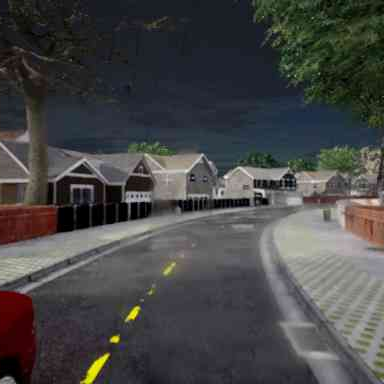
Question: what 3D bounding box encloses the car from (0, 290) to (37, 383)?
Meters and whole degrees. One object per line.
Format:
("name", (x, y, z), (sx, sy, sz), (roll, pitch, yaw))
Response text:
("car", (-2.657, 1.466, 1.472), (1.882, 1.535, 5.008), (0, 0, 3))
